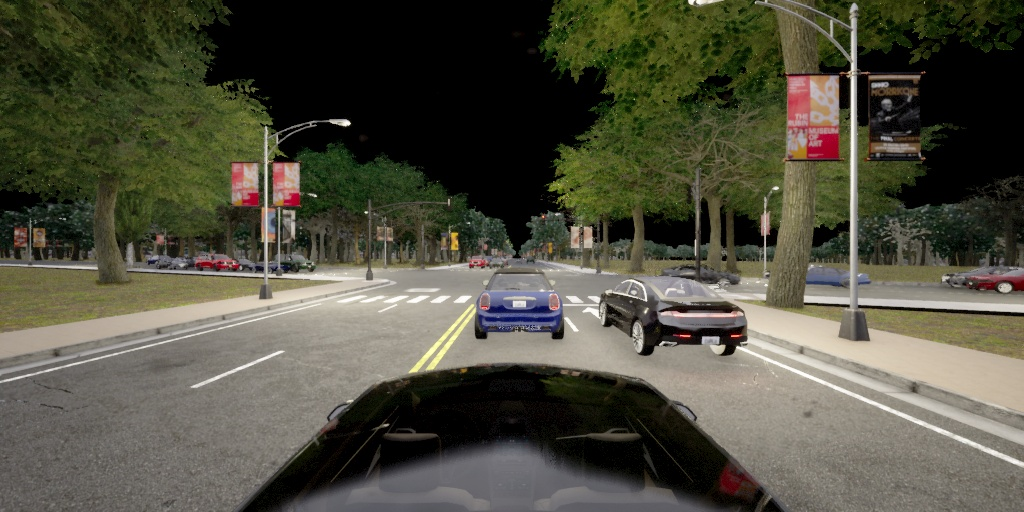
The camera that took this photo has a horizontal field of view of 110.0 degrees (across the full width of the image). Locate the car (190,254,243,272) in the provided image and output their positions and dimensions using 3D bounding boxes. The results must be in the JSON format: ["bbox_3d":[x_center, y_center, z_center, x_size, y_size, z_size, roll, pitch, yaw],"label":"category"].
[{"bbox_3d":[-35.070,0.797,42.575,5.566,2.045,2.150,0,0,24],"label":"car"}]

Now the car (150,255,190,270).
[{"bbox_3d":[-44.261,1.021,46.700,4.902,1.511,2.128,0,0,24],"label":"car"}]

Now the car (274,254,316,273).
[{"bbox_3d":[-25.511,0.840,41.870,5.566,2.045,2.150,0,0,24],"label":"car"}]

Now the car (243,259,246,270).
[{"bbox_3d":[-34.670,1.074,45.965,4.892,1.490,1.837,0,0,24],"label":"car"}]

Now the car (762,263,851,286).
[{"bbox_3d":[22.507,1.374,27.713,4.902,1.511,2.128,0,0,26],"label":"car"}]

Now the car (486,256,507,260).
[{"bbox_3d":[-2.359,1.109,55.939,2.097,1.767,4.553,0,0,1],"label":"car"}]

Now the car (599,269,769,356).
[{"bbox_3d":[3.434,1.242,8.602,2.128,1.511,4.902,0,0,0],"label":"car"}]

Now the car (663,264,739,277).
[{"bbox_3d":[12.946,1.345,24.869,4.892,1.490,1.837,0,1,27],"label":"car"}]

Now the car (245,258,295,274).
[{"bbox_3d":[-26.006,1.225,38.514,4.718,1.301,1.895,0,0,27],"label":"car"}]

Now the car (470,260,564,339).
[{"bbox_3d":[0.199,1.102,10.192,2.097,1.767,4.553,0,0,1],"label":"car"}]

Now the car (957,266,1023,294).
[{"bbox_3d":[30.139,1.415,20.753,5.008,1.535,1.882,0,0,24],"label":"car"}]

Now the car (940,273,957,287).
[{"bbox_3d":[31.836,1.431,23.553,4.902,1.511,2.128,0,0,24],"label":"car"}]

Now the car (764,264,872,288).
[{"bbox_3d":[21.080,1.429,24.822,5.357,1.411,2.033,0,0,21],"label":"car"}]

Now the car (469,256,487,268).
[{"bbox_3d":[-5.587,0.979,58.009,2.150,2.045,5.566,0,0,1],"label":"car"}]
